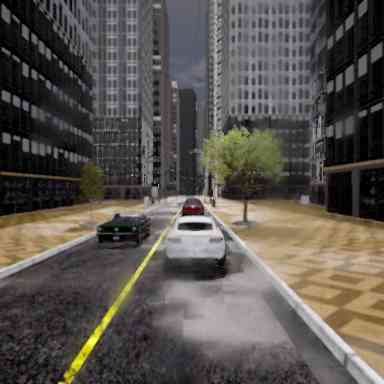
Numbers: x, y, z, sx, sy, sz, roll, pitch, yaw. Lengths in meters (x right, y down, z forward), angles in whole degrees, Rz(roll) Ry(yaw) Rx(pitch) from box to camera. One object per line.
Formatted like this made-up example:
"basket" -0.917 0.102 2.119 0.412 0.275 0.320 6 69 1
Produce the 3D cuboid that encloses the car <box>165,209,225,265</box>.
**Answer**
"car" 0.097 1.526 11.571 1.812 1.442 4.674 0 0 0

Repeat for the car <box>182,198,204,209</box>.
"car" 0.099 1.363 32.820 2.097 1.767 4.553 0 0 0

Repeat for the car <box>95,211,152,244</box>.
"car" -3.101 1.602 15.901 1.895 1.301 4.718 0 0 0
